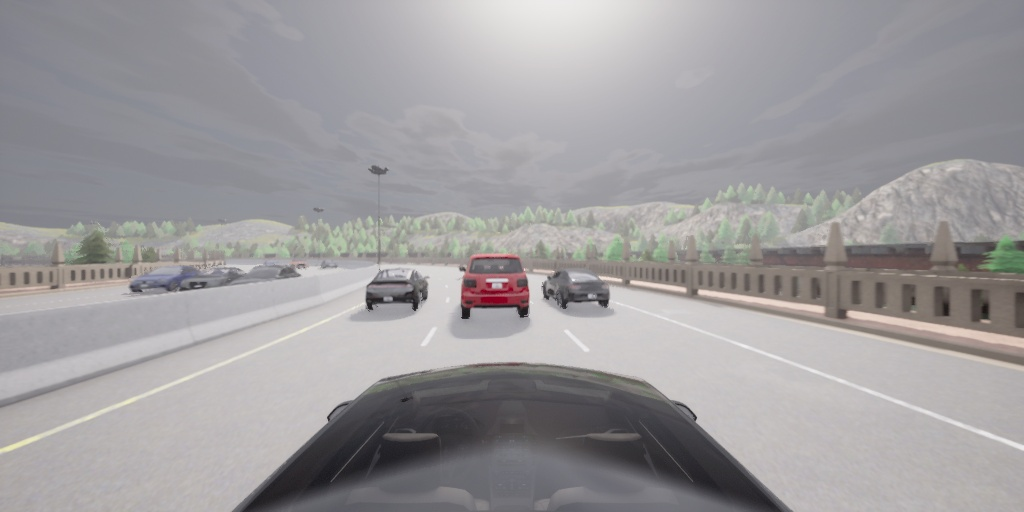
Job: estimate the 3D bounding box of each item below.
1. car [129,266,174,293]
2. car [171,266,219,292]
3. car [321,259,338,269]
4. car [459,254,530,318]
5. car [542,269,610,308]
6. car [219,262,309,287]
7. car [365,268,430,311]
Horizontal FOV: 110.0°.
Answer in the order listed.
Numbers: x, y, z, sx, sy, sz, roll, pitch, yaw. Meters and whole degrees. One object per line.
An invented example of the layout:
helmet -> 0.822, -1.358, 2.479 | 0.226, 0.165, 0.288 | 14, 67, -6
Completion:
car -> -20.172, 1.321, 21.347 | 1.812, 1.442, 4.674 | 0, 0, -14
car -> -16.314, 1.345, 20.085 | 1.994, 1.385, 4.181 | 0, 0, -13
car -> -28.311, 1.248, 55.612 | 2.128, 1.511, 4.902 | 0, 0, -35
car -> -0.736, 0.950, 13.081 | 2.150, 2.045, 5.566 | 0, 0, -7
car -> 2.523, 1.237, 14.828 | 1.812, 1.442, 4.674 | 0, 0, -7
car -> -12.381, 1.272, 18.362 | 1.837, 1.490, 4.892 | 0, 0, -12
car -> -4.481, 1.233, 14.494 | 2.128, 1.511, 4.902 | 0, 0, -7
